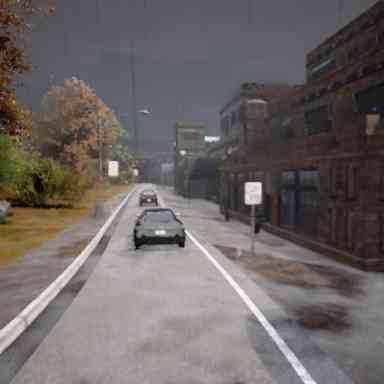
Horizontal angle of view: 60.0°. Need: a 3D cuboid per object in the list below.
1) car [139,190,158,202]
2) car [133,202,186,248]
[{"bbox_3d":[-4.510,0.564,34.631,1.812,1.442,4.674,-1,2,-8],"label":"car"},{"bbox_3d":[-1.408,1.366,13.916,1.994,1.385,4.181,-1,2,-8],"label":"car"}]
